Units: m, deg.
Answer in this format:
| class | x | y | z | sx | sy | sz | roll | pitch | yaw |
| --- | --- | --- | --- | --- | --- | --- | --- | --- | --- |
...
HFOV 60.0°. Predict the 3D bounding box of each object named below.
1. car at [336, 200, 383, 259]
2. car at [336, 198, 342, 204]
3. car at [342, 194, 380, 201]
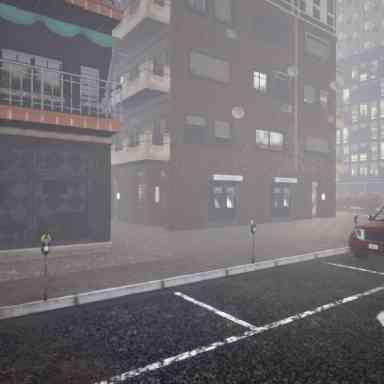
| class | x | y | z | sx | sy | sz | roll | pitch | yaw |
| --- | --- | --- | --- | --- | --- | --- | --- | --- | --- |
| car | 7.472 | 1.318 | 11.407 | 5.009 | 1.841 | 2.192 | 0 | 0 | -35 |
| car | 12.706 | 1.333 | 34.186 | 1.802 | 1.307 | 4.206 | 1 | 0 | -36 |
| car | 19.319 | 1.112 | 38.940 | 2.192 | 1.841 | 5.009 | 1 | 0 | -36 |
